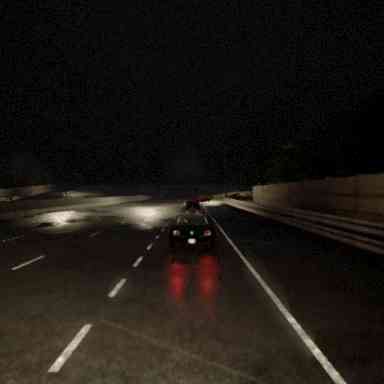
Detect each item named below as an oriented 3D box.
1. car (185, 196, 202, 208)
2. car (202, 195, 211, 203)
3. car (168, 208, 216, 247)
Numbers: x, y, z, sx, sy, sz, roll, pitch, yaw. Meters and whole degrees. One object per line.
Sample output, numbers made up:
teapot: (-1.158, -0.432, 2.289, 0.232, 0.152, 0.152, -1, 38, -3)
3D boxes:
car: (0.086, 1.617, 45.833, 1.812, 1.442, 4.674, 0, 0, 0)
car: (2.590, 1.465, 71.052, 1.882, 1.535, 5.008, 0, -1, 18)
car: (0.002, 1.623, 15.133, 1.895, 1.301, 4.718, 0, 0, 0)
